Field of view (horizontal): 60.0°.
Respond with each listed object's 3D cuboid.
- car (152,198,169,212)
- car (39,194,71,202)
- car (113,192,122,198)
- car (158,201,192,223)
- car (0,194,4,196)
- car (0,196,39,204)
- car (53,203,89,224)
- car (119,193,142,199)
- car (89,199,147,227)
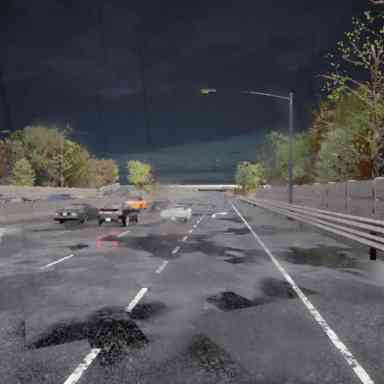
[{"bbox_3d":[-3.441,1.508,38.781,1.837,1.490,4.892,0,0,5],"label":"car"},{"bbox_3d":[-17.371,1.227,42.370,2.150,2.045,5.566,0,0,5],"label":"car"},{"bbox_3d":[-17.309,1.083,80.674,2.150,2.045,5.566,0,0,5],"label":"car"},{"bbox_3d":[-1.103,1.601,25.808,1.895,1.301,4.718,0,0,5],"label":"car"},{"bbox_3d":[-24.267,1.358,43.842,2.097,1.767,4.553,0,0,6],"label":"car"},{"bbox_3d":[-21.060,1.530,40.347,1.812,1.442,4.674,0,0,5],"label":"car"},{"bbox_3d":[-8.235,1.547,24.705,2.033,1.411,5.357,0,0,6],"label":"car"},{"bbox_3d":[-6.823,1.357,40.252,2.097,1.767,4.553,0,0,5],"label":"car"},{"bbox_3d":[-4.893,1.489,22.825,2.128,1.511,4.902,0,0,5],"label":"car"}]
